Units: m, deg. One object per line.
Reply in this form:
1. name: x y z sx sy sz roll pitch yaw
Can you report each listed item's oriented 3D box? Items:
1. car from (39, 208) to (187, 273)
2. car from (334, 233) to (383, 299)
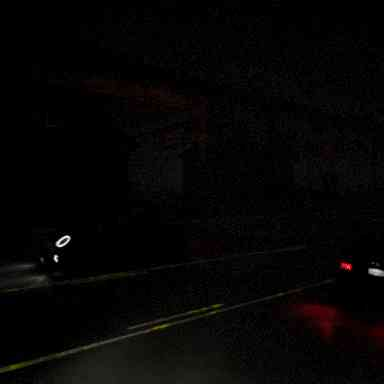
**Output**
1. car: -2.454 1.349 10.834 4.553 1.767 2.097 0 0 -35
2. car: 5.467 1.542 7.658 5.357 1.411 2.033 0 0 -36
